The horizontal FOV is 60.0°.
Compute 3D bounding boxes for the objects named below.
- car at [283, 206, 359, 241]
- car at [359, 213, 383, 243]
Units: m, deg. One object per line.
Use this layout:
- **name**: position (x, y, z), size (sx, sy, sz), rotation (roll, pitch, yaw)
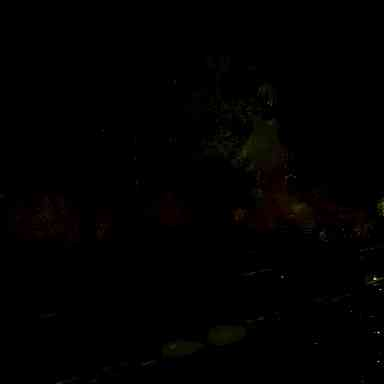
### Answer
- **car**: position (6.650, 1.463, 16.666), size (5.008, 1.535, 1.882), rotation (0, -1, -36)
- **car**: position (9.385, 1.505, 14.342), size (4.181, 1.385, 1.994), rotation (0, 0, -35)
